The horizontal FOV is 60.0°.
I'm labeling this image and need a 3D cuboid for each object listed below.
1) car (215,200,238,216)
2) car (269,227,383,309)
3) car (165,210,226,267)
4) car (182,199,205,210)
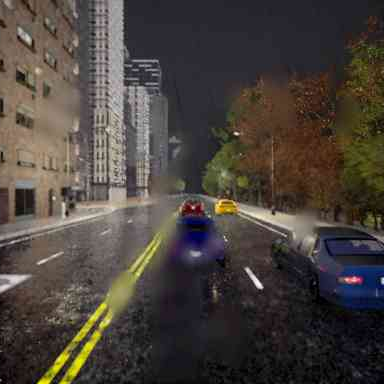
[{"bbox_3d":[3.354,1.543,32.990,1.882,1.535,5.008,0,0,0],"label":"car"},{"bbox_3d":[3.350,1.563,8.163,2.033,1.411,5.357,0,0,0],"label":"car"},{"bbox_3d":[0.102,1.548,11.385,1.812,1.442,4.674,0,0,0],"label":"car"},{"bbox_3d":[0.104,1.413,31.133,2.097,1.767,4.553,0,0,0],"label":"car"}]
